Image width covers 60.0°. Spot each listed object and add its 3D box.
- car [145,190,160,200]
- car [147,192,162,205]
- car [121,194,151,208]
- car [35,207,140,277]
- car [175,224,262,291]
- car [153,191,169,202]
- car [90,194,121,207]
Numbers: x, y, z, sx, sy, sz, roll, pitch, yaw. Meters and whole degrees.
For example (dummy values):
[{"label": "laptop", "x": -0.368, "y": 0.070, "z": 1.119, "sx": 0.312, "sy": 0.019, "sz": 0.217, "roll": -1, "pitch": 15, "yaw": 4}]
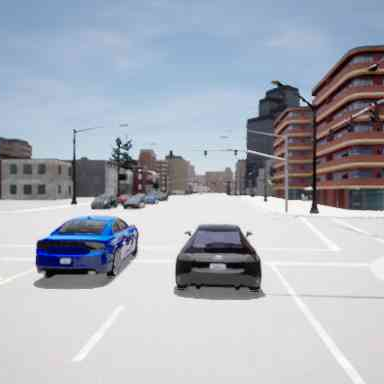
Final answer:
[{"label": "car", "x": -8.144, "y": 0.585, "z": 68.796, "sx": 2.097, "sy": 1.767, "sz": 4.553, "roll": 0, "pitch": 1, "yaw": 4}, {"label": "car", "x": -6.160, "y": 1.126, "z": 50.264, "sx": 1.812, "sy": 1.442, "sz": 4.674, "roll": 0, "pitch": 1, "yaw": 5}, {"label": "car", "x": -6.911, "y": 1.303, "z": 40.711, "sx": 2.033, "sy": 1.411, "sz": 5.357, "roll": 0, "pitch": 1, "yaw": 4}, {"label": "car", "x": -2.887, "y": 1.442, "z": 10.186, "sx": 1.882, "sy": 1.535, "sz": 5.008, "roll": 0, "pitch": 0, "yaw": 1}, {"label": "car", "x": 0.712, "y": 1.545, "z": 9.045, "sx": 1.994, "sy": 1.385, "sz": 4.181, "roll": 0, "pitch": 0, "yaw": 5}, {"label": "car", "x": -5.334, "y": 0.912, "z": 60.245, "sx": 1.837, "sy": 1.490, "sz": 4.892, "roll": 0, "pitch": 1, "yaw": 5}, {"label": "car", "x": -10.479, "y": 1.114, "z": 39.921, "sx": 2.097, "sy": 1.767, "sz": 4.553, "roll": 0, "pitch": 1, "yaw": 4}]
